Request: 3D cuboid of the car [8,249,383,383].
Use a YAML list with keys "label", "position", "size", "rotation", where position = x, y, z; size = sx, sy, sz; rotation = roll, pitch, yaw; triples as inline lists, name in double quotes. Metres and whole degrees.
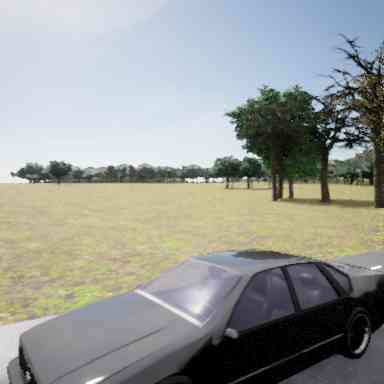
- label: "car"
  position: [0.660, 1.548, 4.435]
  size: [5.357, 1.411, 2.033]
  rotation: [0, 0, -35]
